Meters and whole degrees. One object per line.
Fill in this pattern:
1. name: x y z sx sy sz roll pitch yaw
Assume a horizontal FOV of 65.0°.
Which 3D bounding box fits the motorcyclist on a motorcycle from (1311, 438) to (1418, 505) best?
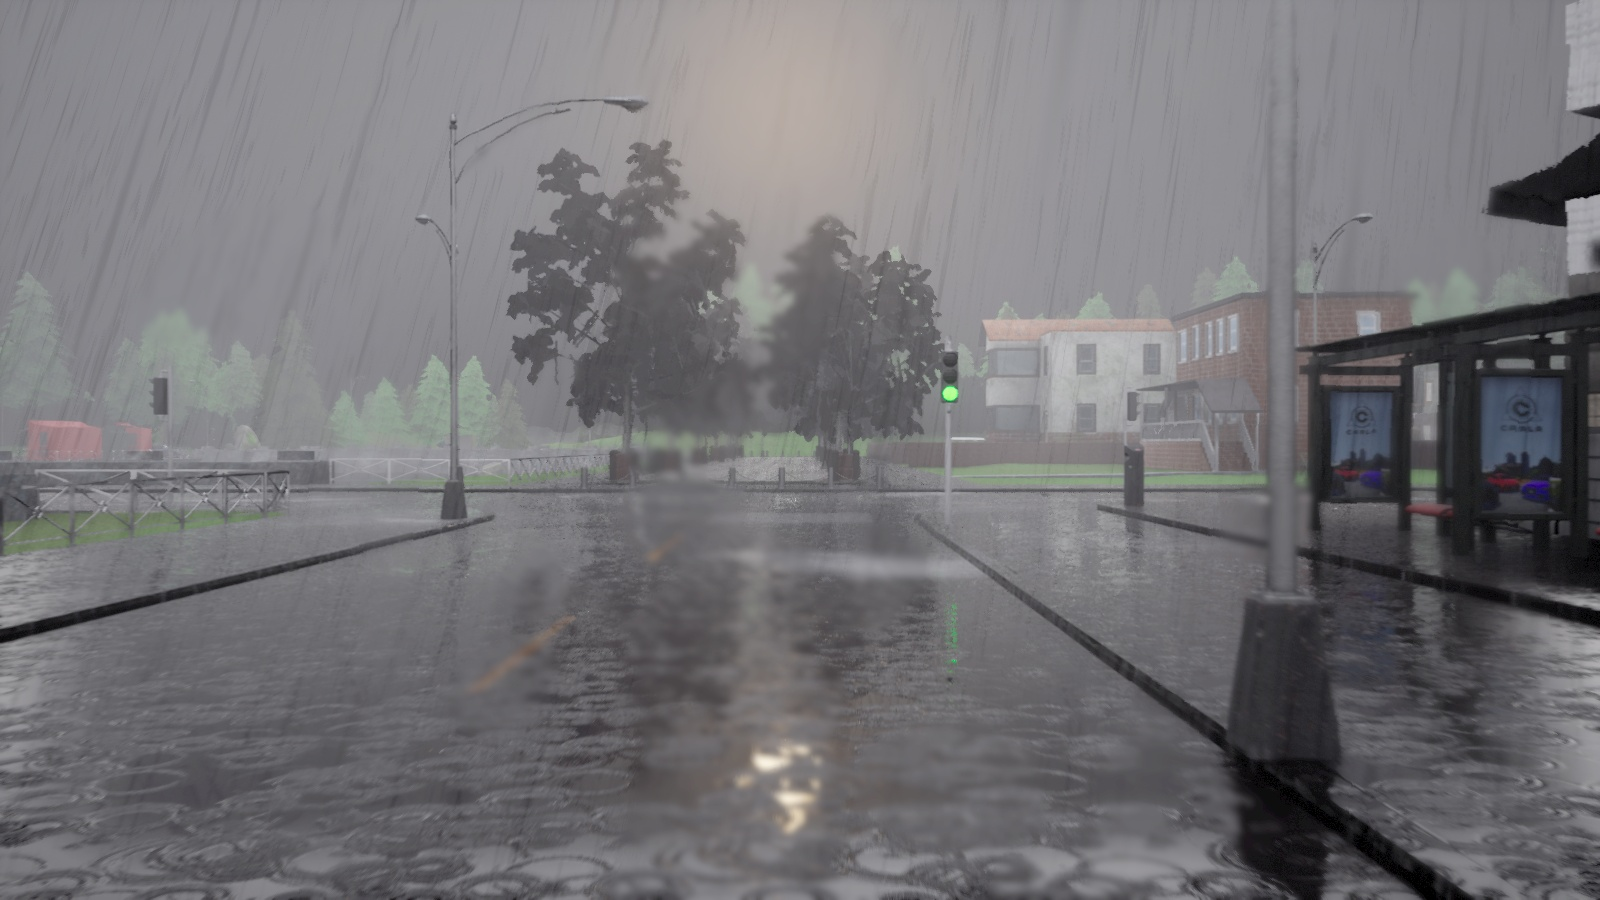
1. motorcyclist on a motorcycle: 14.226 0.530 31.682 2.350 1.649 0.766 0 0 0
